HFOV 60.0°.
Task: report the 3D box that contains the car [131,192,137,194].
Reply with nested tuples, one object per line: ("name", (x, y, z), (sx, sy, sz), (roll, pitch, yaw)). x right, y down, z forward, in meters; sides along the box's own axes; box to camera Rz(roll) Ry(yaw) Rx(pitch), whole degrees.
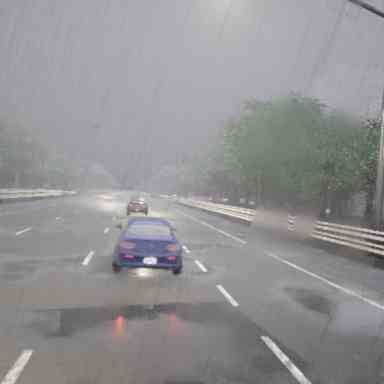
("car", (-9.846, 1.199, 57.456), (2.033, 1.411, 5.357), (4, 0, -10))

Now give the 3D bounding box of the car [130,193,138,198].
("car", (-16.286, 1.006, 93.410), (1.895, 1.301, 4.718), (4, 0, -10))

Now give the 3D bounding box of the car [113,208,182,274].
("car", (-1.412, 1.492, 10.373), (1.812, 1.442, 4.674), (4, 0, -10))

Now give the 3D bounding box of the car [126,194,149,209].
("car", (-5.054, 1.322, 30.726), (2.128, 1.511, 4.902), (4, 0, -10))
